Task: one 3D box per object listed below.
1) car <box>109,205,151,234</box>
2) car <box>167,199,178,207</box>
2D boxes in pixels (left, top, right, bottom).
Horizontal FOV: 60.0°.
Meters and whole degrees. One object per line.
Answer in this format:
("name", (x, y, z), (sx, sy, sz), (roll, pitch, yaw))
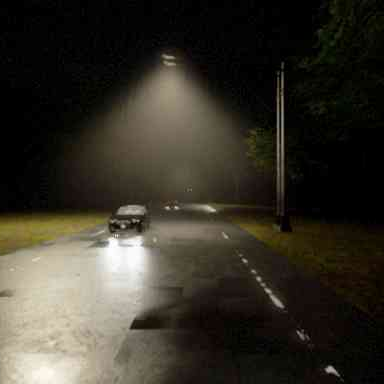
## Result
("car", (-3.600, 1.565, 19.871), (2.128, 1.511, 4.902), (0, 0, 0))
("car", (-3.542, 1.965, 60.967), (1.882, 1.535, 5.008), (0, -1, 1))
